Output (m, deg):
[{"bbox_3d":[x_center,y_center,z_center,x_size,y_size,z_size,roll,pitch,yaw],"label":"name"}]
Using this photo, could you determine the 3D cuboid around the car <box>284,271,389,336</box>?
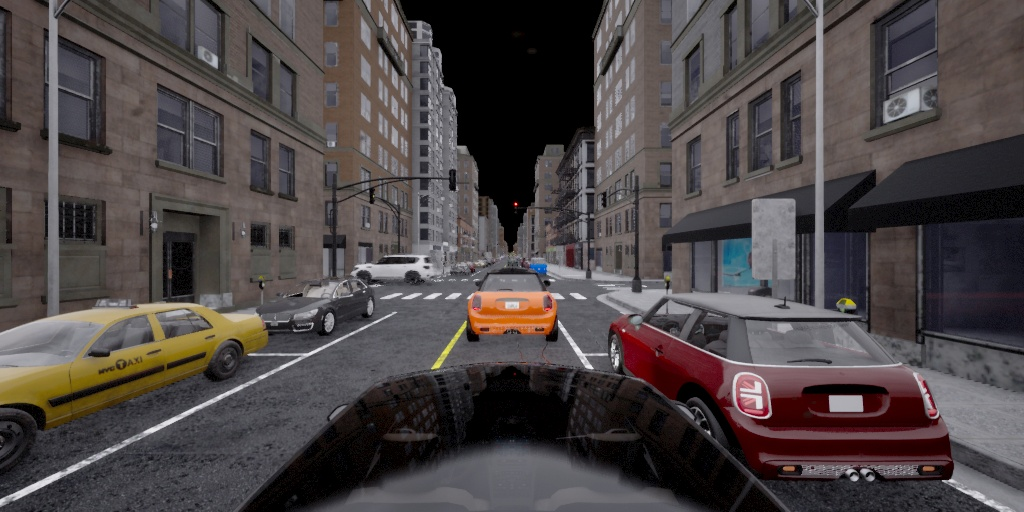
[{"bbox_3d":[-5.375,1.300,10.295,2.007,1.370,4.403,0,0,0],"label":"car"}]

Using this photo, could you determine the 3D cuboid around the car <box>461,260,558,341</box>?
[{"bbox_3d":[0.023,1.102,9.993,2.097,1.767,4.553,0,0,0],"label":"car"}]

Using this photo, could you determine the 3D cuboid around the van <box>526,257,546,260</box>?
[{"bbox_3d":[2.692,1.089,37.373,1.690,1.789,3.998,0,0,0],"label":"van"}]

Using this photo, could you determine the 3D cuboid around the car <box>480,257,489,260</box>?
[{"bbox_3d":[-5.299,1.268,59.934,1.751,1.417,4.829,0,0,0],"label":"car"}]

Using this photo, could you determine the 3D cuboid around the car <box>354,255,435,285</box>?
[{"bbox_3d":[-8.241,0.929,25.201,5.566,2.045,2.150,0,0,0],"label":"car"}]

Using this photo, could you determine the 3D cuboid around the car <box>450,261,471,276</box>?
[{"bbox_3d":[-5.333,1.299,37.376,2.007,1.370,4.403,0,0,0],"label":"car"}]

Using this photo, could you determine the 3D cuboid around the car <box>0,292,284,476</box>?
[{"bbox_3d":[-5.383,1.275,4.606,1.751,1.417,4.829,0,0,0],"label":"car"}]

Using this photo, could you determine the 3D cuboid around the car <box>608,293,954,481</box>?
[{"bbox_3d":[2.642,1.190,4.773,1.967,1.591,4.097,0,0,0],"label":"car"}]

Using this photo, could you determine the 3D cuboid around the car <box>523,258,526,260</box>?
[{"bbox_3d":[2.709,1.329,48.735,1.802,1.307,4.207,0,0,0],"label":"car"}]

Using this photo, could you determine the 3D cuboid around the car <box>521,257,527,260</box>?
[{"bbox_3d":[2.726,1.325,60.098,1.802,1.307,4.207,0,0,0],"label":"car"}]
